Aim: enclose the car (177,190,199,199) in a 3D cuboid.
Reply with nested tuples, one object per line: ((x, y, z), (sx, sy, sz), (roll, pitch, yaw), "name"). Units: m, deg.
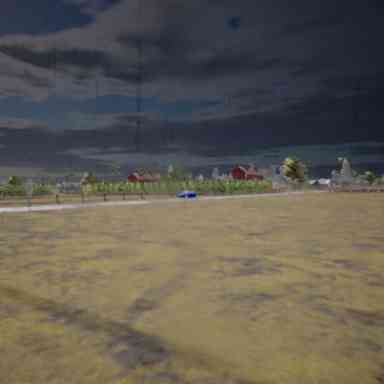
((-0.762, 0.426, 60.428), (1.882, 1.535, 5.008), (1, 1, 36), "car")
